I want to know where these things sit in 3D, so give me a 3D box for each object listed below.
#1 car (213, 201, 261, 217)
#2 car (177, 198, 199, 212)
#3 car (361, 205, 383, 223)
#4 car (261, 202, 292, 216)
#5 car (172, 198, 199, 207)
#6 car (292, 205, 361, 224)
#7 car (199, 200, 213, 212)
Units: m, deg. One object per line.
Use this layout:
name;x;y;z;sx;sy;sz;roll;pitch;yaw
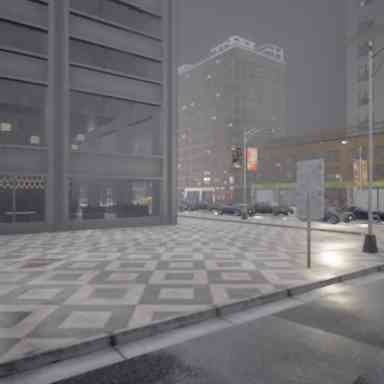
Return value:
car;4.446;1.713;33.680;1.994;1.385;4.181;0;0;-36
car;-1.435;1.746;41.819;1.994;1.385;4.181;0;0;-35
car;13.539;1.716;26.654;1.895;1.301;4.718;0;0;-36
car;7.880;1.700;34.466;2.033;1.411;5.357;0;0;-36
car;-1.147;1.786;58.348;2.033;1.411;5.357;0;0;-37
car;10.268;1.675;25.631;1.994;1.385;4.181;0;0;-36
car;1.895;1.734;42.745;2.033;1.411;5.357;0;0;-36
